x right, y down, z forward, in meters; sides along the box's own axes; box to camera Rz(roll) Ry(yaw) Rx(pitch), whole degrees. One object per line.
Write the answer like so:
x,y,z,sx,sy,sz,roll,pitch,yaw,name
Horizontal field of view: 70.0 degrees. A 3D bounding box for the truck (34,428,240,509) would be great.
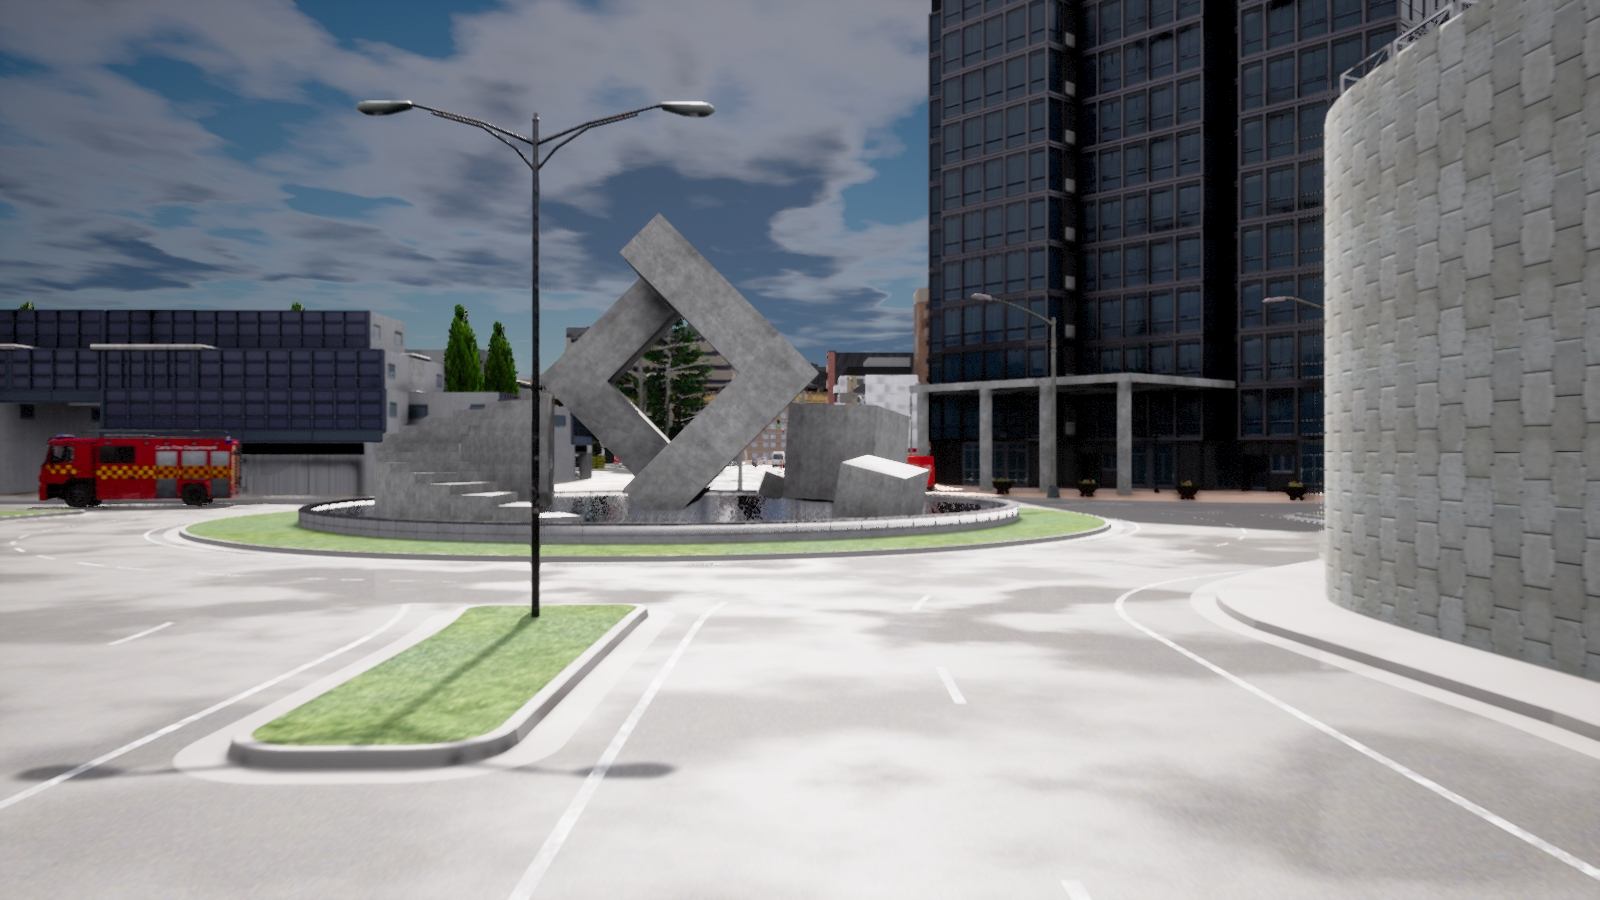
-32.823,0.890,56.976,8.468,3.827,2.891,0,0,-19,truck
